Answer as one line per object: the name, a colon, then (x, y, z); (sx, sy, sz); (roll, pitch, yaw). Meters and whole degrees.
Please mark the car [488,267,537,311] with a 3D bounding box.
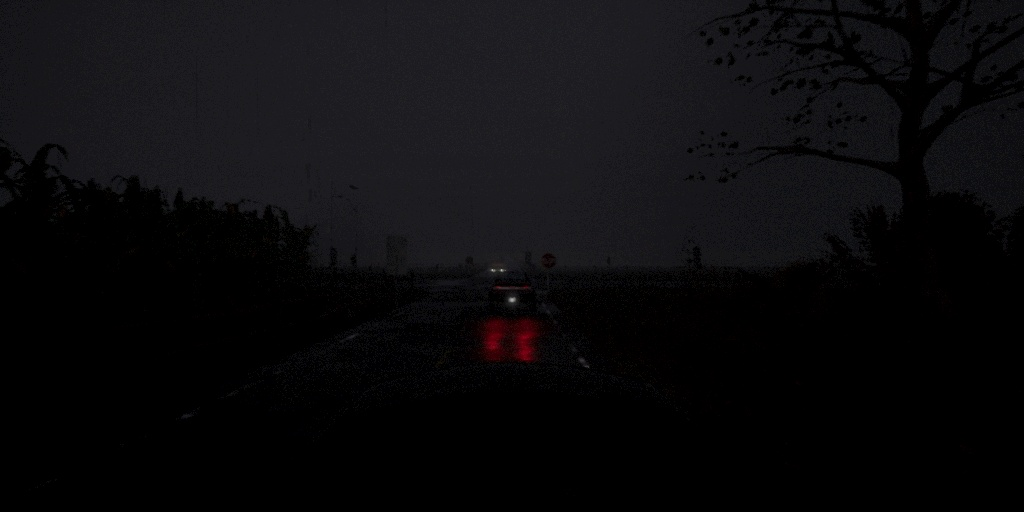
car: (0.024, 1.390, 15.272); (2.128, 1.511, 4.902); (0, -1, 0)
